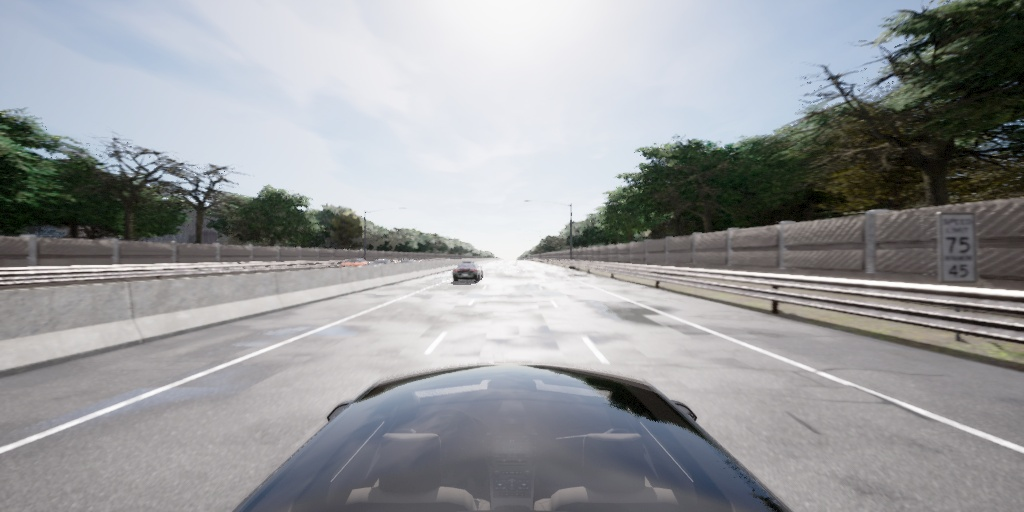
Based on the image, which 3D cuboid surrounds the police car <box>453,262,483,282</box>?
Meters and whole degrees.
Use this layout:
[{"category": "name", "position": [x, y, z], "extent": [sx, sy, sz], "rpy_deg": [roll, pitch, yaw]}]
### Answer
[{"category": "police car", "position": [-3.489, 1.260, 29.031], "extent": [2.038, 1.542, 4.974], "rpy_deg": [0, 0, 0]}]

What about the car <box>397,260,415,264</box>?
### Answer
[{"category": "car", "position": [-14.038, 1.265, 47.769], "extent": [1.837, 1.490, 4.892], "rpy_deg": [0, 0, 1]}]

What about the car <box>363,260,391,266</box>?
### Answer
[{"category": "car", "position": [-17.538, 1.265, 47.771], "extent": [1.837, 1.490, 4.892], "rpy_deg": [0, 0, 1]}]

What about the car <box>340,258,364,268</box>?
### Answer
[{"category": "car", "position": [-21.033, 1.113, 47.865], "extent": [2.097, 1.767, 4.553], "rpy_deg": [0, 0, 1]}]
